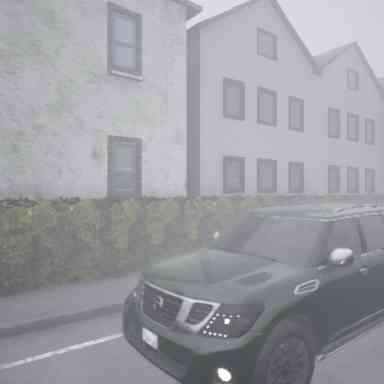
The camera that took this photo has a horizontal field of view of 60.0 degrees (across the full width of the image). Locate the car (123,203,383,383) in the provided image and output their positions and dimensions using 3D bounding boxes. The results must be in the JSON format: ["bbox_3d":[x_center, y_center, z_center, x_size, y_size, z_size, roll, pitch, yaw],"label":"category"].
[{"bbox_3d":[1.735,1.223,5.278,5.566,2.045,2.150,0,0,-38],"label":"car"}]
